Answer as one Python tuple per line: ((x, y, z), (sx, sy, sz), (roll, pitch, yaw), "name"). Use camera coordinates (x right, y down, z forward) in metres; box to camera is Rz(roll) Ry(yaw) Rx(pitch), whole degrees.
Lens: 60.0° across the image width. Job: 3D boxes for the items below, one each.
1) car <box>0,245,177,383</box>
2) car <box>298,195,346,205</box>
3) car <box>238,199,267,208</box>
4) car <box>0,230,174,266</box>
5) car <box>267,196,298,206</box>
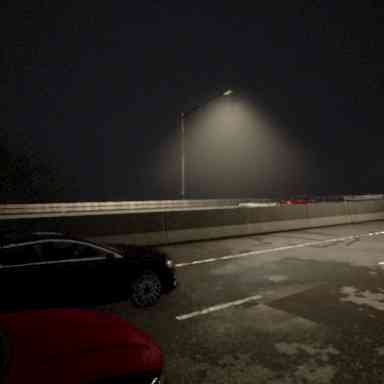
((-2.494, 1.485, 1.967), (5.008, 1.535, 1.882), (-1, 0, -36), "car")
((12.027, 1.153, 29.772), (4.553, 1.767, 2.097), (-1, 0, -35), "car")
((7.042, 1.410, 34.815), (4.718, 1.301, 1.895), (-1, 0, -35), "car")
((-2.583, 1.482, 6.204), (4.902, 1.511, 2.128), (-1, 0, -36), "car")
((9.989, 1.153, 32.617), (4.553, 1.767, 2.097), (-1, 0, -35), "car")
